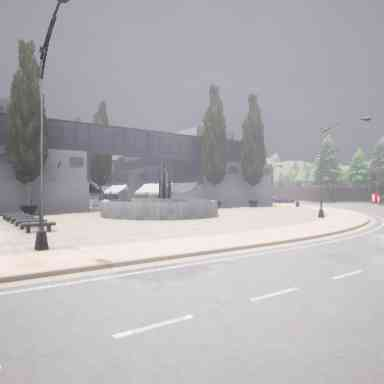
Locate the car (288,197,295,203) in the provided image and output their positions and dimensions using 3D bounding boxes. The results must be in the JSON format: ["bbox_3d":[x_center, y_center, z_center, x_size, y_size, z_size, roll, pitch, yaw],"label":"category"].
[{"bbox_3d":[18.565,1.600,66.562,1.994,1.385,4.181,0,0,-31],"label":"car"}]

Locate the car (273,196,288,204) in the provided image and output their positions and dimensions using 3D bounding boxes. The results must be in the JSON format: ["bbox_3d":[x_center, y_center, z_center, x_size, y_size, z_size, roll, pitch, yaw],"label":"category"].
[{"bbox_3d":[15.561,1.511,64.766,1.882,1.535,5.008,0,0,-31],"label":"car"}]

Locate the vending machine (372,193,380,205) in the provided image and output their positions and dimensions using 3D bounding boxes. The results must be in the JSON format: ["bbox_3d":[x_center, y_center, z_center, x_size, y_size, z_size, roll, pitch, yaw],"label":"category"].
[{"bbox_3d":[33.256,1.194,60.110,1.100,2.100,0.880,0,0,-17],"label":"vending machine"}]
